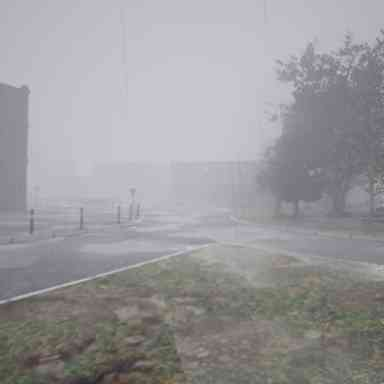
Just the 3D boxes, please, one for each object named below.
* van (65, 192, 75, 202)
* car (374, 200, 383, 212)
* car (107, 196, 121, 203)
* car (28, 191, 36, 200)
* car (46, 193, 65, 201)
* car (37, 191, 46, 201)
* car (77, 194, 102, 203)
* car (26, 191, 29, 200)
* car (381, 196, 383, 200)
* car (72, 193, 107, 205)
[{"bbox_3d":[-23.042,1.110,67.921,1.878,1.987,4.442,1,0,29],"label":"van"},{"bbox_3d":[28.228,2.249,46.648,4.674,1.442,1.812,0,-1,25],"label":"car"},{"bbox_3d":[-15.680,1.518,64.006,2.163,1.488,4.792,1,0,29],"label":"car"},{"bbox_3d":[-32.641,1.088,73.286,2.231,1.521,4.892,2,0,29],"label":"car"},{"bbox_3d":[-27.746,1.091,70.650,2.185,1.767,4.553,2,0,29],"label":"car"},{"bbox_3d":[-30.317,1.148,72.006,2.097,1.535,5.008,2,0,29],"label":"car"},{"bbox_3d":[-20.420,1.269,66.659,2.185,1.767,4.553,1,0,29],"label":"car"},{"bbox_3d":[-35.062,0.771,74.636,2.435,2.045,5.566,2,0,29],"label":"car"},{"bbox_3d":[44.872,1.422,76.663,1.946,1.575,5.366,0,3,40],"label":"car"},{"bbox_3d":[-17.416,1.393,56.435,5.008,1.535,1.882,1,0,27],"label":"car"}]
